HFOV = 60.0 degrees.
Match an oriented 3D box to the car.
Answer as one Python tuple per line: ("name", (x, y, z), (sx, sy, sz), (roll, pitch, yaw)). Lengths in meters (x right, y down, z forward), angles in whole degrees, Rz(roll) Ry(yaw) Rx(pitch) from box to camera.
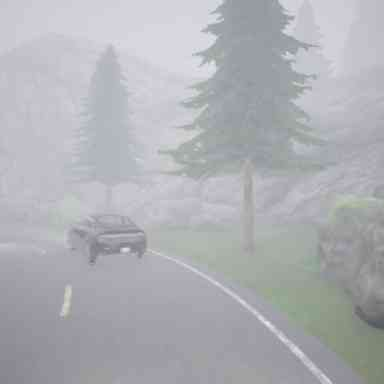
("car", (-3.265, 1.562, 12.233), (2.128, 1.511, 4.902), (0, -1, -31))
